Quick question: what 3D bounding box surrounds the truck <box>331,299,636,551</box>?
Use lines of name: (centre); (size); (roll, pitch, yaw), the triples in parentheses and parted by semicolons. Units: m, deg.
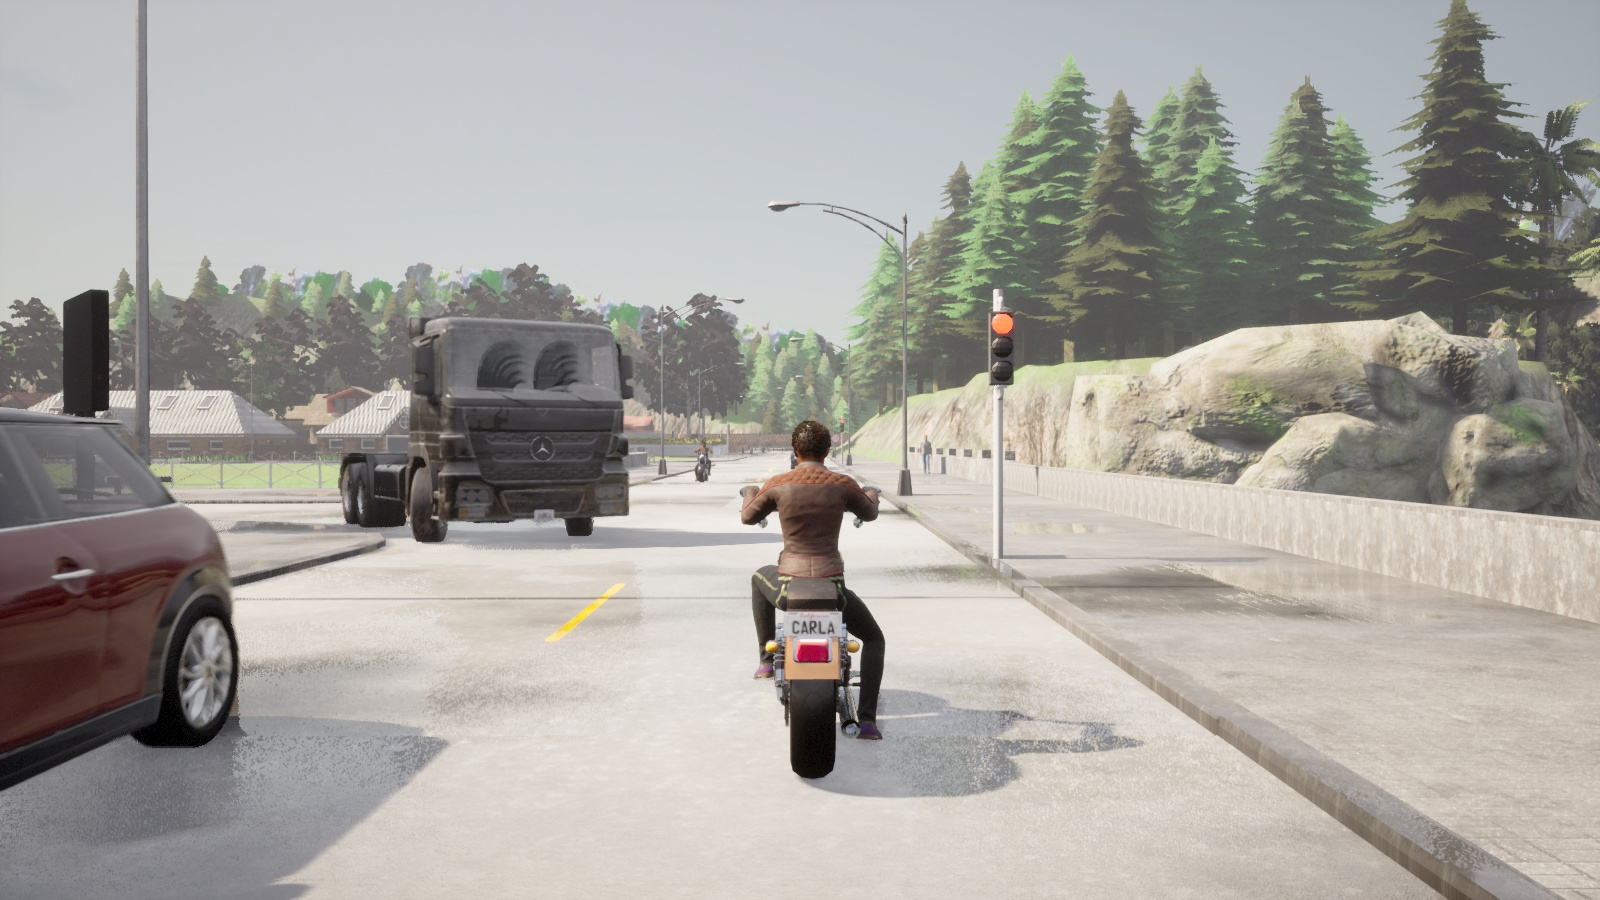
truck: (-5.724, -0.362, 21.415); (2.891, 3.462, 7.936); (0, 0, -31)

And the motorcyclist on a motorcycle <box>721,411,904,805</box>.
motorcyclist on a motorcycle: (0.055, 0.661, 6.438); (0.766, 1.649, 2.350); (0, 0, 0)

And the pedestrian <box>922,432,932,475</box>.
pedestrian: (5.562, 0.151, 54.970); (0.354, 1.836, 0.706); (0, 0, -3)

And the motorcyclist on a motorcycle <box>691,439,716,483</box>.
motorcyclist on a motorcycle: (-3.716, 0.421, 48.349); (0.766, 1.649, 2.350); (0, 0, 0)

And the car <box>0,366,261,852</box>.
car: (-3.957, 0.577, 4.462); (2.097, 1.767, 4.553); (0, 0, 0)
